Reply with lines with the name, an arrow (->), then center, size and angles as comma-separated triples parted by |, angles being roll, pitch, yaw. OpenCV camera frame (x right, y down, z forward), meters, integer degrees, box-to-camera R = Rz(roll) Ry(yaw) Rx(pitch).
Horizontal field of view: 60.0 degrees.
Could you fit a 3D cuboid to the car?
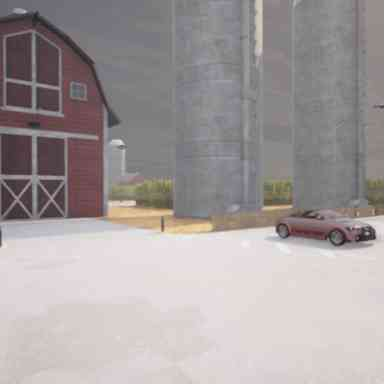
car -> 5.813, 1.466, 14.851 | 1.994, 1.381, 4.181 | 0, 0, -36
